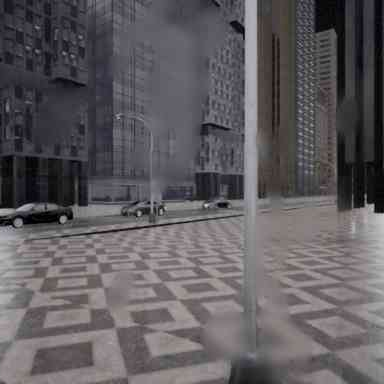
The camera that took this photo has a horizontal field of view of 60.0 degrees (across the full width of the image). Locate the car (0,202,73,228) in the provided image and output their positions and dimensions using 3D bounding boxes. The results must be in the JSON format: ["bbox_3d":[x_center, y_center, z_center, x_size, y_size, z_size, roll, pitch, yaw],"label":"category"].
[{"bbox_3d":[-10.415,1.458,22.193,1.882,1.535,5.008,0,0,36],"label":"car"}]

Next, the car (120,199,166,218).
[{"bbox_3d":[-4.407,1.471,30.426,1.837,1.490,4.892,0,0,36],"label":"car"}]

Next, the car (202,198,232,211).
[{"bbox_3d":[3.099,1.442,40.672,2.128,1.511,4.902,0,0,37],"label":"car"}]
